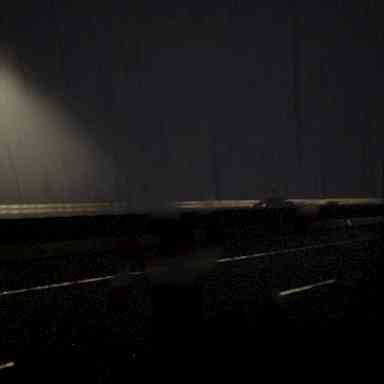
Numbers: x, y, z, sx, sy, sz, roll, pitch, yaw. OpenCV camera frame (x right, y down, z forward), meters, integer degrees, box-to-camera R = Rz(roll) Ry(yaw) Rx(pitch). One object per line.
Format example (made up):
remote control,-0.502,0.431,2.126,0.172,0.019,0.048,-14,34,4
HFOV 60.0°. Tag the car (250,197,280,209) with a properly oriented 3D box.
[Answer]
car,8.272,1.363,34.946,4.553,1.767,2.097,0,0,-34

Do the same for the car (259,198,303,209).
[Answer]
car,9.240,1.558,31.396,5.357,1.411,2.033,0,0,-34

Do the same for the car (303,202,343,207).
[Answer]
car,12.069,1.578,29.065,4.181,1.385,1.994,0,0,-34
